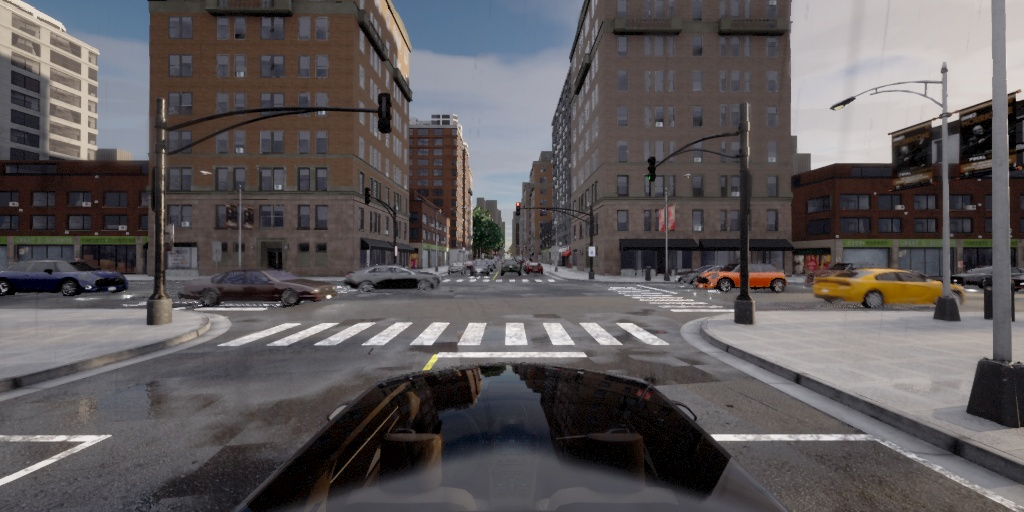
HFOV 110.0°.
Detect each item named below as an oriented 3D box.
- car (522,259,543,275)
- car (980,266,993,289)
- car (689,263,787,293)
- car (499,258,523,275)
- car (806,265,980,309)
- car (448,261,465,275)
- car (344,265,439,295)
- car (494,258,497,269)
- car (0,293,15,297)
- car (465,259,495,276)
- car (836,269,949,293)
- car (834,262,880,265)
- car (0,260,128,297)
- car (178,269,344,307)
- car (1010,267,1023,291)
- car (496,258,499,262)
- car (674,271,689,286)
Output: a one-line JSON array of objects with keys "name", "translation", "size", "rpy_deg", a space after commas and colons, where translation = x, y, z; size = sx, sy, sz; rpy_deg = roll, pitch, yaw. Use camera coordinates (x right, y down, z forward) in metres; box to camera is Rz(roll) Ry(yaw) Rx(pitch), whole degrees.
[{"name": "car", "translation": [2.461, 1.324, 39.940], "size": [1.888, 1.381, 4.507], "rpy_deg": [0, 0, -1]}, {"name": "car", "translation": [32.769, 1.447, 24.556], "size": [4.892, 1.490, 1.837], "rpy_deg": [0, 0, 0]}, {"name": "car", "translation": [13.391, 1.181, 21.163], "size": [4.553, 1.767, 2.097], "rpy_deg": [0, 0, 0]}, {"name": "car", "translation": [-0.122, 1.131, 40.032], "size": [2.097, 1.767, 4.553], "rpy_deg": [0, 0, 0]}, {"name": "car", "translation": [15.092, 1.260, 14.475], "size": [5.008, 1.535, 1.882], "rpy_deg": [0, 0, 0]}, {"name": "car", "translation": [-6.064, 1.329, 39.847], "size": [2.007, 1.370, 4.403], "rpy_deg": [0, 0, -1]}, {"name": "car", "translation": [-6.423, 1.221, 19.410], "size": [4.902, 1.511, 2.128], "rpy_deg": [0, 0, -23]}, {"name": "car", "translation": [-3.376, 1.340, 47.395], "size": [2.033, 1.411, 5.357], "rpy_deg": [0, 0, -1]}, {"name": "car", "translation": [-5.855, 1.189, 1.486], "size": [1.967, 1.591, 4.097], "rpy_deg": [0, 0, 0]}, {"name": "car", "translation": [-3.268, 1.267, 37.591], "size": [2.128, 1.511, 4.902], "rpy_deg": [0, 0, 0]}, {"name": "car", "translation": [22.377, 1.470, 21.232], "size": [4.718, 1.301, 1.895], "rpy_deg": [0, 0, -1]}, {"name": "car", "translation": [22.885, 1.249, 24.486], "size": [4.553, 1.767, 2.097], "rpy_deg": [0, 0, -1]}, {"name": "car", "translation": [-21.715, 1.001, 17.438], "size": [4.553, 1.767, 2.097], "rpy_deg": [0, 0, 0]}, {"name": "car", "translation": [-9.971, 1.222, 14.278], "size": [5.357, 1.411, 2.033], "rpy_deg": [0, 0, 0]}, {"name": "car", "translation": [32.316, 1.478, 21.303], "size": [4.181, 1.385, 1.994], "rpy_deg": [0, 0, -1]}, {"name": "car", "translation": [-3.487, 1.321, 57.776], "size": [1.837, 1.490, 4.892], "rpy_deg": [0, 0, 0]}, {"name": "car", "translation": [13.691, 1.348, 24.431], "size": [4.902, 1.511, 2.128], "rpy_deg": [0, 0, 0]}]
